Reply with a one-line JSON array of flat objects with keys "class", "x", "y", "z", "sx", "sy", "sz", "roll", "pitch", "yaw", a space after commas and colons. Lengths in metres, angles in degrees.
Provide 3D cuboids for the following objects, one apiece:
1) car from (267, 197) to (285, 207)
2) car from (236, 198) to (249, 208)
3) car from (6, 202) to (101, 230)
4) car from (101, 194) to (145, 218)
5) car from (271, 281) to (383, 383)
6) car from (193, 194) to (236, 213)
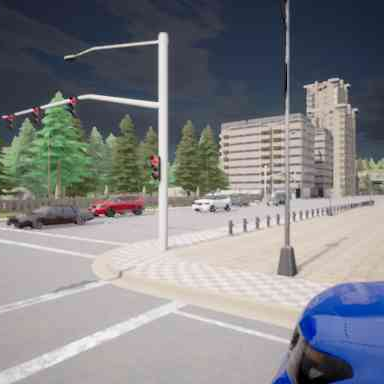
[{"class": "car", "x": 13.397, "y": 1.529, "z": 52.572, "sx": 2.128, "sy": 1.511, "sz": 4.902, "roll": 0, "pitch": 0, "yaw": 35}, {"class": "car", "x": 6.853, "y": 1.573, "z": 49.516, "sx": 1.994, "sy": 1.385, "sz": 4.181, "roll": 0, "pitch": 0, "yaw": 36}, {"class": "car", "x": -8.878, "y": 1.555, "z": 21.467, "sx": 2.033, "sy": 1.411, "sz": 5.357, "roll": 0, "pitch": 0, "yaw": 35}, {"class": "car", "x": -6.783, "y": 1.230, "z": 30.445, "sx": 2.150, "sy": 2.045, "sz": 5.566, "roll": 0, "pitch": 0, "yaw": 35}, {"class": "car", "x": 3.246, "y": 1.221, "z": 1.652, "sx": 5.566, "sy": 2.045, "sz": 2.150, "roll": 0, "pitch": 0, "yaw": 36}, {"class": "car", "x": 2.342, "y": 1.228, "z": 37.220, "sx": 2.150, "sy": 2.045, "sz": 5.566, "roll": 0, "pitch": 0, "yaw": 35}]
